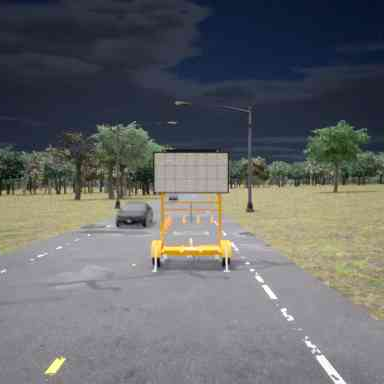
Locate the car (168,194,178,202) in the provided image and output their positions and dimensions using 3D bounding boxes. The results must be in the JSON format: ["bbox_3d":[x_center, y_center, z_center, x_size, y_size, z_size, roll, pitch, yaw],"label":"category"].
[{"bbox_3d":[-3.664,1.142,65.361,2.033,1.411,5.357,0,1,0],"label":"car"}]

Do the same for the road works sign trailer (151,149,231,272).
[{"bbox_3d":[-0.026,0.445,10.692,2.380,3.560,2.880,0,0,0],"label":"road works sign trailer"}]

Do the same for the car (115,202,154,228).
[{"bbox_3d":[-3.655,1.410,21.796,1.882,1.535,5.008,0,0,0],"label":"car"}]
